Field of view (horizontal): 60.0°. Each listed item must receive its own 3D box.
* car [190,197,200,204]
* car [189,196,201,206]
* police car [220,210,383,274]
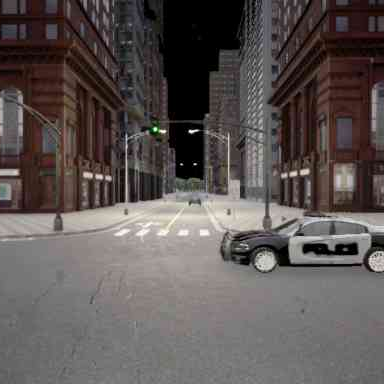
[{"bbox_3d":[0.658,1.624,66.359,1.895,1.301,4.718,0,0,1],"label":"car"},{"bbox_3d":[0.501,1.370,56.295,2.097,1.767,4.553,0,0,1],"label":"car"},{"bbox_3d":[3.484,1.393,9.863,5.238,1.638,1.930,0,0,1],"label":"police car"}]
